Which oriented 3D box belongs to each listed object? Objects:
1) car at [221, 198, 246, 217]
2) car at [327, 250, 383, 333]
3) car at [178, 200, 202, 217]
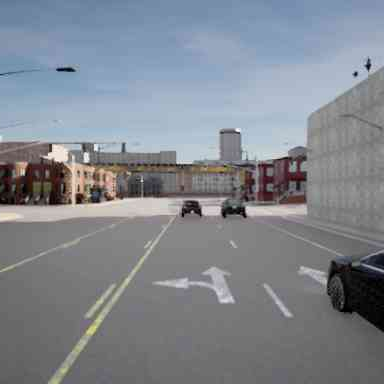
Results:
[{"bbox_3d":[3.796,1.335,30.740,2.097,1.767,4.553,0,0,4],"label":"car"},{"bbox_3d":[3.603,1.489,4.729,2.128,1.511,4.902,0,0,0],"label":"car"},{"bbox_3d":[-0.195,1.489,31.402,1.837,1.490,4.892,0,0,-5],"label":"car"}]
